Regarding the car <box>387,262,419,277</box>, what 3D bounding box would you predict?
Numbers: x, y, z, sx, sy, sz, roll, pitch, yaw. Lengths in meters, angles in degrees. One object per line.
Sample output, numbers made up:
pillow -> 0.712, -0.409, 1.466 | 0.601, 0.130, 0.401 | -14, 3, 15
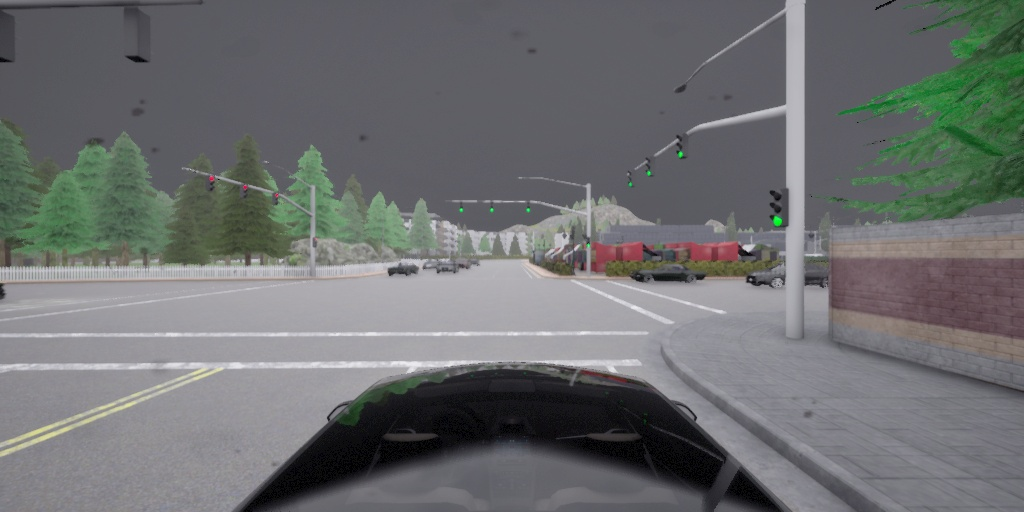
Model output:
car -> -10.609, 1.290, 35.192 | 1.895, 1.301, 4.718 | 0, 0, 0

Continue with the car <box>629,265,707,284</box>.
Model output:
car -> 10.721, 1.253, 24.957 | 4.718, 1.301, 1.895 | 0, 0, 0

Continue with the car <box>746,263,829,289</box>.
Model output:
car -> 16.729, 1.163, 21.495 | 4.892, 1.490, 1.837 | 0, 0, 0

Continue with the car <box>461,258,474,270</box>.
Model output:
car -> -7.108, 1.016, 50.836 | 2.097, 1.767, 4.553 | 0, 0, 0

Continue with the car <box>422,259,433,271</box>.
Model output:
car -> -10.611, 1.157, 47.999 | 2.128, 1.511, 4.902 | 0, 0, 0

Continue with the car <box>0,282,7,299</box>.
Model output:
car -> -23.324, 1.200, 13.850 | 5.008, 1.535, 1.882 | 1, 0, -13

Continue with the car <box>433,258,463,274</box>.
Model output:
car -> -7.107, 1.244, 40.037 | 1.994, 1.385, 4.181 | 0, 0, 0
